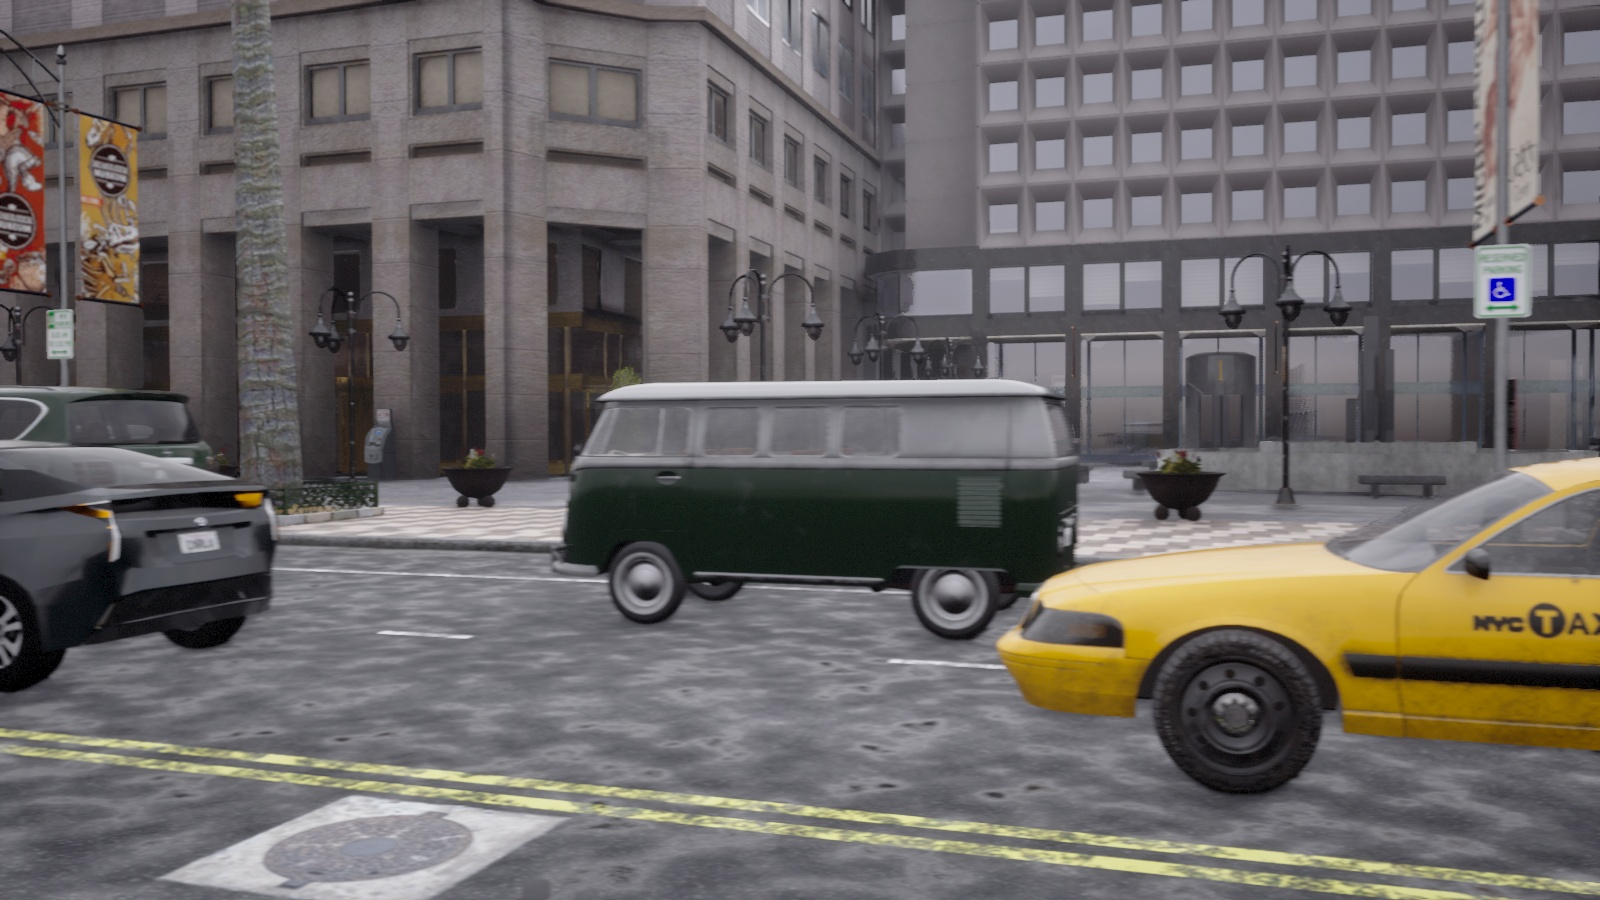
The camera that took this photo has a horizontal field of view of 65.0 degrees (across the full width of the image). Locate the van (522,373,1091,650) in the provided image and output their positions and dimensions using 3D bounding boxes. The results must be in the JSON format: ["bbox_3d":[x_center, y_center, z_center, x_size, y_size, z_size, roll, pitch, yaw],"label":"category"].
[{"bbox_3d":[0.082,0.411,10.547,4.442,1.987,1.775,1,1,18],"label":"van"}]

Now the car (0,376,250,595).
[{"bbox_3d":[-9.000,0.295,13.575,5.566,2.045,2.150,1,1,18],"label":"car"}]

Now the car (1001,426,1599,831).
[{"bbox_3d":[3.735,0.690,5.631,5.366,1.575,1.801,1,1,18],"label":"car"}]

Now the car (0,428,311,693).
[{"bbox_3d":[-6.020,0.609,8.895,4.514,1.525,2.007,1,1,18],"label":"car"}]
